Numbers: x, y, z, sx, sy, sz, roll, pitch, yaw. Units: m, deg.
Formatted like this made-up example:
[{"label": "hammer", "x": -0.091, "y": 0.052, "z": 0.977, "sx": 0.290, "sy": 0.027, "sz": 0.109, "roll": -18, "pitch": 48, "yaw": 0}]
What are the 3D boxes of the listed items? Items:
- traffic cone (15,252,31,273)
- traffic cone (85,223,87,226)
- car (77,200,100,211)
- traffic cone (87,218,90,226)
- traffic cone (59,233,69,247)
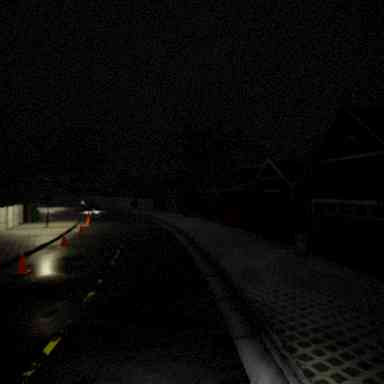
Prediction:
[{"label": "traffic cone", "x": -4.994, "y": 2.065, "z": 9.796, "sx": 0.340, "sy": 0.580, "sz": 0.340, "roll": 0, "pitch": 0, "yaw": -6}, {"label": "traffic cone", "x": -6.490, "y": 2.129, "z": 19.444, "sx": 0.340, "sy": 0.580, "sz": 0.340, "roll": 0, "pitch": 0, "yaw": -12}, {"label": "car", "x": -14.494, "y": 1.870, "z": 46.409, "sx": 2.033, "sy": 1.411, "sz": 5.357, "roll": 0, "pitch": 0, "yaw": -33}, {"label": "traffic cone", "x": -7.575, "y": 2.155, "z": 24.206, "sx": 0.340, "sy": 0.580, "sz": 0.340, "roll": 0, "pitch": 0, "yaw": -14}, {"label": "traffic cone", "x": -5.630, "y": 2.101, "z": 14.638, "sx": 0.340, "sy": 0.580, "sz": 0.340, "roll": 0, "pitch": 0, "yaw": -9}]
